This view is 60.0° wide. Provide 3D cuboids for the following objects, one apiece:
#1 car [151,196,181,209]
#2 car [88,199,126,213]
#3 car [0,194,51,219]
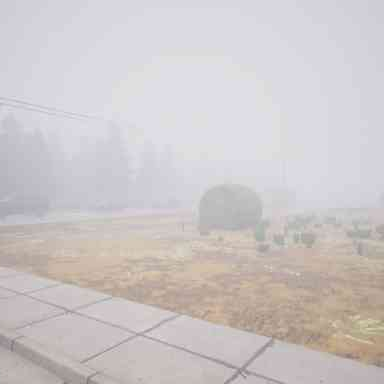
[{"bbox_3d":[-3.586,1.379,45.829,2.097,1.767,4.553,0,0,37],"label":"car"},{"bbox_3d":[-9.552,1.552,37.751,1.812,1.442,4.674,0,0,37],"label":"car"},{"bbox_3d":[-15.500,1.248,29.703,2.150,2.045,5.566,0,0,36],"label":"car"}]
